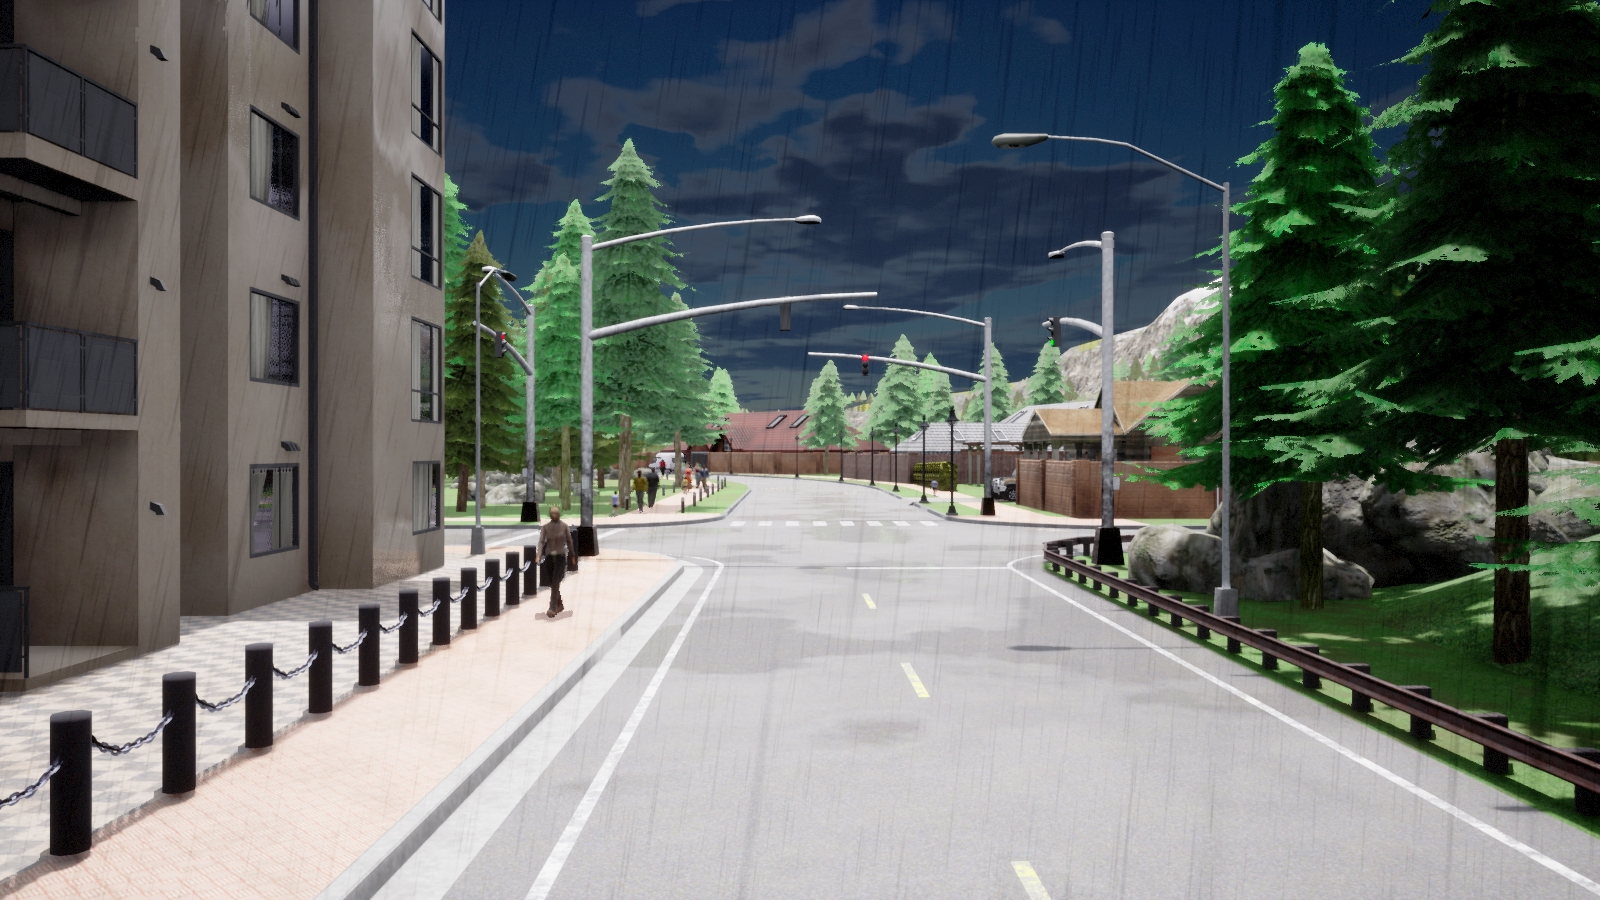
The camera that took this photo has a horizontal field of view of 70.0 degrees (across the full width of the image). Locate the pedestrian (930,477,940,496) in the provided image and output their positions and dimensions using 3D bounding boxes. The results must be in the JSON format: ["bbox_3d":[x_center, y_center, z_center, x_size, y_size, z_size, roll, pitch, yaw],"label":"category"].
[{"bbox_3d":[7.699,2.088,65.161,0.500,1.100,0.500,0,0,-3],"label":"pedestrian"}]

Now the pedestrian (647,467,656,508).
[{"bbox_3d":[-6.724,1.696,51.828,0.375,1.860,0.375,0,0,-1],"label":"pedestrian"}]

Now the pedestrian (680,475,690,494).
[{"bbox_3d":[-6.905,2.085,68.671,0.500,1.100,0.500,0,0,1],"label":"pedestrian"}]

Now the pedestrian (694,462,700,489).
[{"bbox_3d":[-6.941,1.710,77.321,0.375,1.860,0.375,0,0,-1],"label":"pedestrian"}]

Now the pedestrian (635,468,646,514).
[{"bbox_3d":[-6.567,1.692,47.079,0.375,1.860,0.375,0,0,2],"label":"pedestrian"}]

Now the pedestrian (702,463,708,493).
[{"bbox_3d":[-5.831,1.706,69.971,0.375,1.860,0.375,0,0,-2],"label":"pedestrian"}]

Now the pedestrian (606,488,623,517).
[{"bbox_3d":[-7.360,2.082,45.370,0.500,1.100,0.500,0,0,11],"label":"pedestrian"}]

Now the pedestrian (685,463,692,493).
[{"bbox_3d":[-6.910,1.706,70.623,0.375,1.860,0.375,0,0,5],"label":"pedestrian"}]

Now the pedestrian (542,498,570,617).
[{"bbox_3d":[-3.898,1.707,18.256,0.375,1.860,0.375,0,0,-1],"label":"pedestrian"}]
